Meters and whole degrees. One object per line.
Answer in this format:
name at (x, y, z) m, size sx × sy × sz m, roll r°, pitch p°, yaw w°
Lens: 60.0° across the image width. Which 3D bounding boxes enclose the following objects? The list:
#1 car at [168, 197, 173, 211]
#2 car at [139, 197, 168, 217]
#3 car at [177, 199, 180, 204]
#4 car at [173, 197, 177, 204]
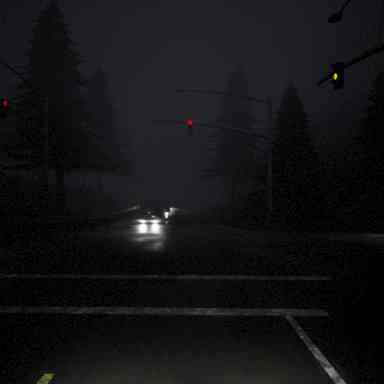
car at (-3.663, 1.478, 40.235) m, size 1.882 × 1.535 × 5.008 m, roll 0°, pitch 0°, yaw 0°
car at (-3.664, 1.491, 30.732) m, size 2.128 × 1.511 × 4.902 m, roll 0°, pitch 0°, yaw 0°
car at (-4.122, 1.564, 61.576) m, size 1.994 × 1.385 × 4.181 m, roll 0°, pitch 0°, yaw -39°
car at (-3.955, 1.491, 50.385) m, size 2.128 × 1.511 × 4.902 m, roll 0°, pitch 0°, yaw -7°
